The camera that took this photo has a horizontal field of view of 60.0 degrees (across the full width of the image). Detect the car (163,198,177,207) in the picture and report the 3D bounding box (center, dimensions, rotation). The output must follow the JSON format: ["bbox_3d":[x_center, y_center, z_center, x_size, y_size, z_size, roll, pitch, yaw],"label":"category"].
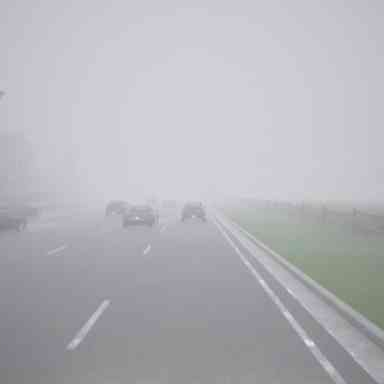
[{"bbox_3d":[-3.366,1.620,51.068,1.994,1.385,4.181,0,0,0],"label":"car"}]

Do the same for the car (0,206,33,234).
[{"bbox_3d":[-10.388,1.621,17.045,1.895,1.301,4.718,0,0,0],"label":"car"}]

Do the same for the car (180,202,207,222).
[{"bbox_3d":[0.117,1.535,26.779,1.837,1.490,4.892,0,0,0],"label":"car"}]

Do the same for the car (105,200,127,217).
[{"bbox_3d":[-6.877,1.541,31.645,1.837,1.490,4.892,0,0,0],"label":"car"}]

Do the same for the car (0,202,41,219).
[{"bbox_3d":[-13.882,1.523,26.609,2.128,1.511,4.902,0,0,0],"label":"car"}]

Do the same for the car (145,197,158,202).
[{"bbox_3d":[-6.864,1.554,56.467,2.128,1.511,4.902,0,0,0],"label":"car"}]

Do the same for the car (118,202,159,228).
[{"bbox_3d":[-3.385,1.589,22.556,1.994,1.385,4.181,0,0,0],"label":"car"}]
